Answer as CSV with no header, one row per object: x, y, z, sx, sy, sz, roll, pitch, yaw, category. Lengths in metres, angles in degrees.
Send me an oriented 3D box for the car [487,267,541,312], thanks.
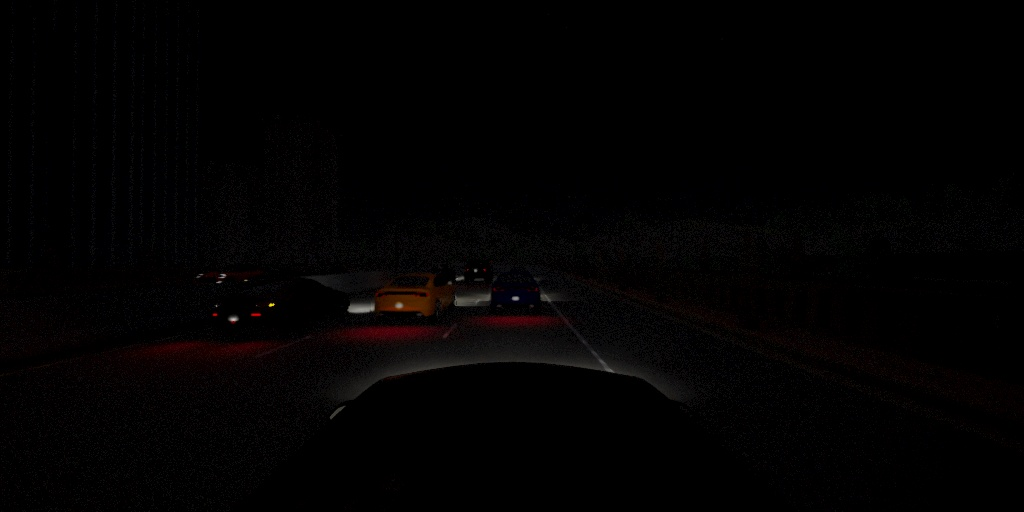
0.168,1.393,15.271,1.882,1.535,5.008,0,-1,1,car

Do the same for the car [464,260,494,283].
-2.917,1.344,32.284,2.150,2.045,5.566,0,-1,2,car

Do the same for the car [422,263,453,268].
-6.391,1.625,33.191,2.128,1.511,4.902,0,-1,2,car

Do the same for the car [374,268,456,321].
-3.356,1.368,13.234,1.882,1.535,5.008,0,-1,1,car

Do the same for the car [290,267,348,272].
-13.782,1.559,26.601,1.837,1.490,4.892,0,-1,2,car

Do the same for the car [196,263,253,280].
-20.782,1.407,26.673,2.097,1.767,4.553,0,-1,2,car

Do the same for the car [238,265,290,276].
-17.277,1.605,26.874,2.033,1.411,5.357,0,-1,2,car

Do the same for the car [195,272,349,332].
-6.879,1.392,11.191,1.812,1.442,4.674,0,-1,0,car
